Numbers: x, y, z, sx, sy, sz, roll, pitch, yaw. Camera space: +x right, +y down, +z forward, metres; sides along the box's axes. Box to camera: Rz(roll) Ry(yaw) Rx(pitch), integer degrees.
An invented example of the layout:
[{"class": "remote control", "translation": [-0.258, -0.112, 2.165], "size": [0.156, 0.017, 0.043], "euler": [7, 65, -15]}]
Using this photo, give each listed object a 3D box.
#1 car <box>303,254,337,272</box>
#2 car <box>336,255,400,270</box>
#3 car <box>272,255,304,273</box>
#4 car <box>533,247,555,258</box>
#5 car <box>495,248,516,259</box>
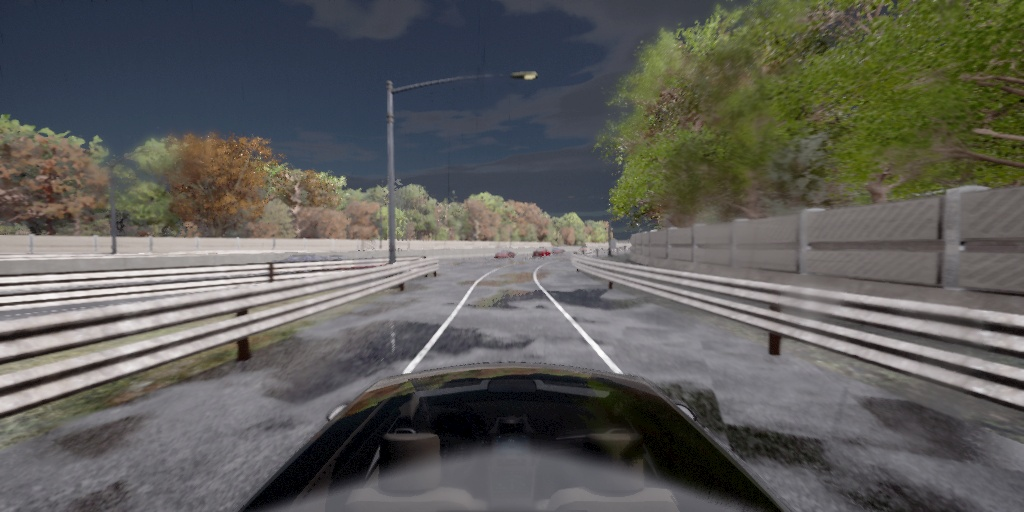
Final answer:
[{"class": "car", "translation": [-13.280, 0.616, 27.711], "size": [1.994, 1.385, 4.181], "euler": [0, 2, 25]}, {"class": "car", "translation": [-10.044, 0.673, 26.379], "size": [1.895, 1.301, 4.718], "euler": [0, 2, 25]}, {"class": "car", "translation": [-16.492, 0.576, 29.106], "size": [2.033, 1.411, 5.357], "euler": [0, 2, 25]}, {"class": "car", "translation": [4.963, -0.493, 58.442], "size": [1.882, 1.535, 5.008], "euler": [0, 2, 25]}, {"class": "car", "translation": [-0.916, -0.246, 54.182], "size": [1.994, 1.385, 4.181], "euler": [0, 2, 25]}]
